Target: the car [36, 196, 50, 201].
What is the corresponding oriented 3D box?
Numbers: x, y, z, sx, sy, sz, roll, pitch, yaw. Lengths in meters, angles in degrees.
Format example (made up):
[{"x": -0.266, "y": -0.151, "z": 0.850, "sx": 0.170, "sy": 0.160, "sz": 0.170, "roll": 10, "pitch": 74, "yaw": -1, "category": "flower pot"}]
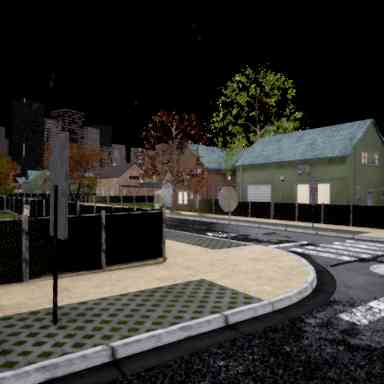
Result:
[{"x": -20.319, "y": 1.270, "z": 45.867, "sx": 1.837, "sy": 1.490, "sz": 4.892, "roll": 1, "pitch": 0, "yaw": -37, "category": "car"}]
